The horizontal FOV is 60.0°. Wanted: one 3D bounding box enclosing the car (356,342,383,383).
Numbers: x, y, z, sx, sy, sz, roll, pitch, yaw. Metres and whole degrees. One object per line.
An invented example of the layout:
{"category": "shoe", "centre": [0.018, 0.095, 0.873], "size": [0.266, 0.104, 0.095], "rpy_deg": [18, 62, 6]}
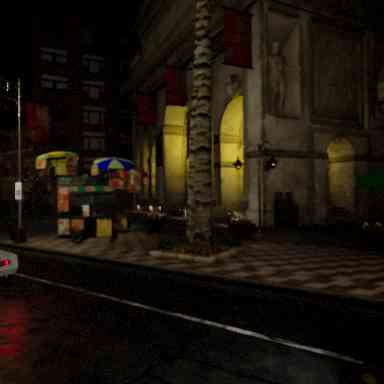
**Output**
{"category": "car", "centre": [3.367, 1.480, 1.445], "size": [4.892, 1.490, 1.837], "rpy_deg": [0, 0, 37]}

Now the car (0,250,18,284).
{"category": "car", "centre": [-6.587, 1.729, 8.624], "size": [4.718, 1.301, 1.895], "rpy_deg": [-1, 0, 35]}
